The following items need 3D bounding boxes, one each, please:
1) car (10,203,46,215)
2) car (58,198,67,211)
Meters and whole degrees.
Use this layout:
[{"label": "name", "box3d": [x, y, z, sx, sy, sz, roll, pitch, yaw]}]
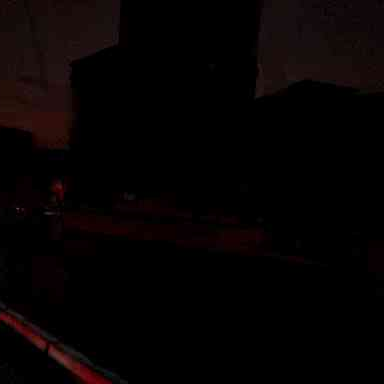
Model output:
[{"label": "car", "box3d": [-19.814, 2.013, 40.528, 2.033, 1.411, 5.357, 4, -1, 3]}, {"label": "car", "box3d": [-18.271, 2.048, 51.825, 2.150, 2.045, 5.566, 5, -1, 19]}]
